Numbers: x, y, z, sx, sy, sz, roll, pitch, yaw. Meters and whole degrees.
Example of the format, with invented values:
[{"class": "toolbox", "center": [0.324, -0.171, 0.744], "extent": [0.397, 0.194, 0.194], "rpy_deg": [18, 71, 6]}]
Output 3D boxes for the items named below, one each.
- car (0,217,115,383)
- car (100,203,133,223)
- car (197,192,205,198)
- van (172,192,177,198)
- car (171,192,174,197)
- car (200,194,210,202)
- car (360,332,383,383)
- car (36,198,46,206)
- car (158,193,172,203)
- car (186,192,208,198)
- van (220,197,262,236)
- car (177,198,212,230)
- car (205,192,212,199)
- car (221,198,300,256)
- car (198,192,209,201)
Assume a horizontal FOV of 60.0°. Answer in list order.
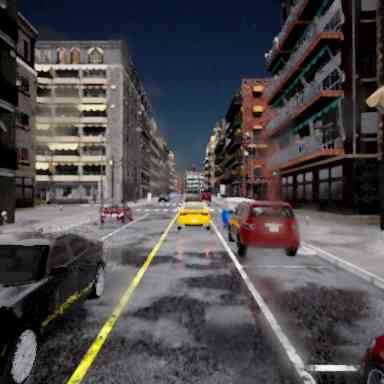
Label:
[{"class": "car", "center": [-2.835, 1.442, 5.428], "extent": [1.882, 1.535, 5.008], "rpy_deg": [0, 0, 0]}, {"class": "car", "center": [-5.301, 1.444, 23.844], "extent": [1.802, 1.307, 4.206], "rpy_deg": [1, 0, 0]}, {"class": "car", "center": [2.576, 0.875, 95.327], "extent": [2.192, 1.841, 5.009], "rpy_deg": [1, 0, 0]}, {"class": "van", "center": [-5.303, 0.902, 95.291], "extent": [1.690, 1.788, 3.998], "rpy_deg": [1, 0, 0]}, {"class": "car", "center": [-5.303, 1.206, 67.484], "extent": [1.947, 1.339, 4.313], "rpy_deg": [1, 0, 0]}, {"class": "car", "center": [2.577, 1.165, 67.699], "extent": [1.752, 1.417, 4.829], "rpy_deg": [1, 0, 0]}, {"class": "car", "center": [2.548, 1.570, 1.665], "extent": [1.802, 1.307, 4.206], "rpy_deg": [1, 0, 0]}, {"class": "car", "center": [-24.447, 1.409, 49.658], "extent": [4.829, 1.417, 1.752], "rpy_deg": [0, -1, 0]}, {"class": "car", "center": [-5.303, 1.233, 61.923], "extent": [1.947, 1.339, 4.313], "rpy_deg": [1, 0, 0]}, {"class": "car", "center": [0.137, 1.179, 30.727], "extent": [2.097, 1.767, 4.553], "rpy_deg": [0, 0, 1]}, {"class": "van", "center": [2.551, 1.232, 18.257], "extent": [1.690, 1.788, 3.998], "rpy_deg": [1, 0, 0]}, {"class": "car", "center": [0.098, 1.358, 20.331], "extent": [1.882, 1.535, 5.008], "rpy_deg": [0, 0, 0]}, {"class": "car", "center": [2.582, 0.982, 61.968], "extent": [2.192, 1.841, 5.009], "rpy_deg": [1, 0, 0]}, {"class": "car", "center": [2.552, 1.237, 12.725], "extent": [2.192, 1.841, 5.009], "rpy_deg": [1, 0, 0]}, {"class": "car", "center": [2.580, 0.931, 73.093], "extent": [2.192, 1.841, 5.009], "rpy_deg": [1, 0, 0]}]
